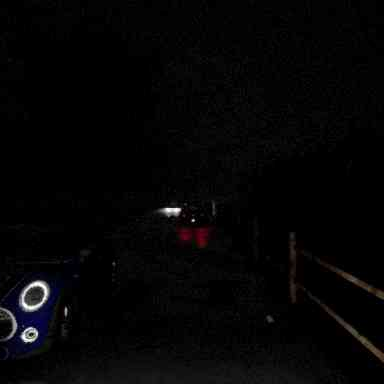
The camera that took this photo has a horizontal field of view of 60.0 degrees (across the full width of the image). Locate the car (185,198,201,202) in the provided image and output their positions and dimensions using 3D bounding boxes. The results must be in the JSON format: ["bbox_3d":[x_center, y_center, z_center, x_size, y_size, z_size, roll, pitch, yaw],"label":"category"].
[{"bbox_3d":[0.101,1.571,42.350,1.837,1.490,4.892,0,0,0],"label":"car"}]

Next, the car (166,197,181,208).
[{"bbox_3d":[-2.746,1.559,49.604,2.128,1.511,4.902,0,0,1],"label":"car"}]

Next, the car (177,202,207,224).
[{"bbox_3d":[0.088,1.642,24.909,1.895,1.301,4.718,0,0,0],"label":"car"}]

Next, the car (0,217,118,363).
[{"bbox_3d":[-2.852,1.359,6.237,2.097,1.767,4.553,0,0,0],"label":"car"}]
